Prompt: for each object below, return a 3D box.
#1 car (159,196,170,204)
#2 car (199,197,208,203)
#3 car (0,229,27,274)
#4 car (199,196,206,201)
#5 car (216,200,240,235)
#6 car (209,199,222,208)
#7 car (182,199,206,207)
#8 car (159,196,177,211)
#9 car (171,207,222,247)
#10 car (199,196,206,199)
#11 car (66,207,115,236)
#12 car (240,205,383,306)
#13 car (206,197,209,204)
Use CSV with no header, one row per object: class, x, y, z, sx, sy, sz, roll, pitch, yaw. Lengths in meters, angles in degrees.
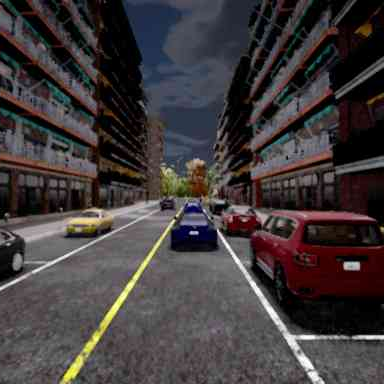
car,-5.679,1.661,69.298,1.967,1.590,4.097,1,0,0
car,2.793,1.825,81.040,1.947,1.339,4.313,1,0,0
car,-5.678,1.576,8.051,2.008,1.369,4.403,1,0,0
car,2.862,1.820,91.705,1.752,1.417,4.829,1,0,0
car,2.706,1.499,19.152,1.967,1.590,4.097,1,0,0
car,3.149,1.589,35.846,1.882,1.535,5.008,0,0,0
car,0.097,1.622,31.079,1.812,1.442,4.674,0,0,0
car,-3.080,1.641,43.538,1.837,1.490,4.892,0,0,0
car,0.090,1.611,15.304,1.994,1.385,4.181,0,0,0
car,2.726,1.727,63.865,1.752,1.417,4.829,1,0,0
car,-5.675,1.584,19.017,1.752,1.417,4.829,1,0,0
car,2.705,1.340,8.016,2.192,1.841,5.009,1,0,0
car,3.151,1.611,42.846,1.882,1.535,5.008,0,0,0
